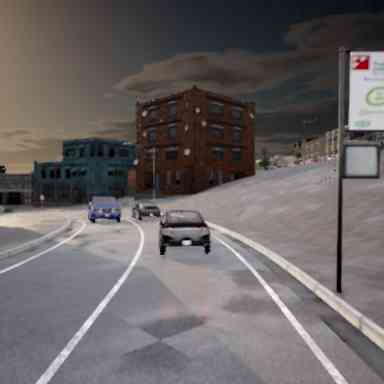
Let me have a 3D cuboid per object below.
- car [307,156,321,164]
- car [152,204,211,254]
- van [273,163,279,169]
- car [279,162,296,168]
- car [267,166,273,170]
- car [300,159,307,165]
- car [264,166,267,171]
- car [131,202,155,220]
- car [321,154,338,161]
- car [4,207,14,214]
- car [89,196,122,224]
[{"bbox_3d":[21.245,-5.119,54.591,2.185,1.767,4.553,0,1,-1],"label":"car"},{"bbox_3d":[-0.424,1.461,13.395,2.128,1.511,4.902,0,0,-6],"label":"car"},{"bbox_3d":[20.765,-5.704,76.514,1.878,1.987,4.442,0,1,-1],"label":"van"},{"bbox_3d":[20.882,-5.365,71.123,2.231,1.521,4.892,0,1,-1],"label":"car"},{"bbox_3d":[20.642,-5.551,82.159,2.002,1.452,4.674,0,1,-1],"label":"car"},{"bbox_3d":[21.124,-5.247,60.109,2.185,1.767,4.553,0,1,-1],"label":"car"},{"bbox_3d":[20.521,-5.945,87.639,2.435,2.045,5.566,0,1,-1],"label":"car"},{"bbox_3d":[-4.104,1.613,29.055,1.837,1.490,4.892,0,-1,-20],"label":"car"},{"bbox_3d":[21.369,-4.817,48.922,2.002,1.452,4.674,0,1,-1],"label":"car"},{"bbox_3d":[-33.410,3.320,58.187,5.357,1.411,2.033,-4,0,30],"label":"car"},{"bbox_3d":[-6.964,1.345,26.384,2.150,2.045,5.566,0,-1,-19],"label":"car"}]
